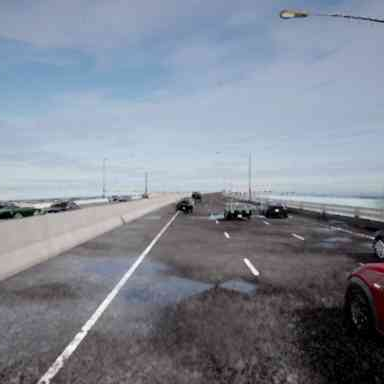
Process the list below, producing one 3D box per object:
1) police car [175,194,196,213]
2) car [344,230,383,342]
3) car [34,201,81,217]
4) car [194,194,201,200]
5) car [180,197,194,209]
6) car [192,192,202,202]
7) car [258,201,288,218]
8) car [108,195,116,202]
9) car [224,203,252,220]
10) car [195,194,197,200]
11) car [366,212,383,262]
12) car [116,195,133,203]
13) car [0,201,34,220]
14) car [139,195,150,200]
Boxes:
[{"bbox_3d":[-0.806,1.399,36.075,1.930,1.638,5.238,0,0,1],"label":"police car"},{"bbox_3d":[3.608,1.351,3.756,2.097,1.767,4.553,0,0,0],"label":"car"},{"bbox_3d":[-10.453,1.486,26.865,1.837,1.490,4.892,0,0,1],"label":"car"},{"bbox_3d":[1.395,1.352,87.270,1.812,1.442,4.674,0,0,2],"label":"car"},{"bbox_3d":[-0.656,1.489,45.950,1.812,1.442,4.674,0,0,1],"label":"car"},{"bbox_3d":[0.911,1.006,70.659,2.150,2.045,5.566,0,0,2],"label":"car"},{"bbox_3d":[7.281,1.544,30.374,1.994,1.385,4.181,0,0,1],"label":"car"},{"bbox_3d":[-16.570,1.426,71.208,2.128,1.511,4.902,0,0,1],"label":"car"},{"bbox_3d":[3.755,1.583,28.148,1.895,1.301,4.718,0,0,1],"label":"car"},{"bbox_3d":[-0.549,1.432,51.939,1.882,1.535,5.008,0,0,1],"label":"car"},{"bbox_3d":[7.123,1.474,9.334,1.882,1.535,5.008,0,0,0],"label":"car"},{"bbox_3d":[-13.173,1.474,67.111,2.033,1.411,5.357,0,0,1],"label":"car"},{"bbox_3d":[-13.959,1.582,26.620,1.895,1.301,4.718,0,0,1],"label":"car"},{"bbox_3d":[-9.639,1.445,68.381,1.812,1.442,4.674,0,0,1],"label":"car"}]
